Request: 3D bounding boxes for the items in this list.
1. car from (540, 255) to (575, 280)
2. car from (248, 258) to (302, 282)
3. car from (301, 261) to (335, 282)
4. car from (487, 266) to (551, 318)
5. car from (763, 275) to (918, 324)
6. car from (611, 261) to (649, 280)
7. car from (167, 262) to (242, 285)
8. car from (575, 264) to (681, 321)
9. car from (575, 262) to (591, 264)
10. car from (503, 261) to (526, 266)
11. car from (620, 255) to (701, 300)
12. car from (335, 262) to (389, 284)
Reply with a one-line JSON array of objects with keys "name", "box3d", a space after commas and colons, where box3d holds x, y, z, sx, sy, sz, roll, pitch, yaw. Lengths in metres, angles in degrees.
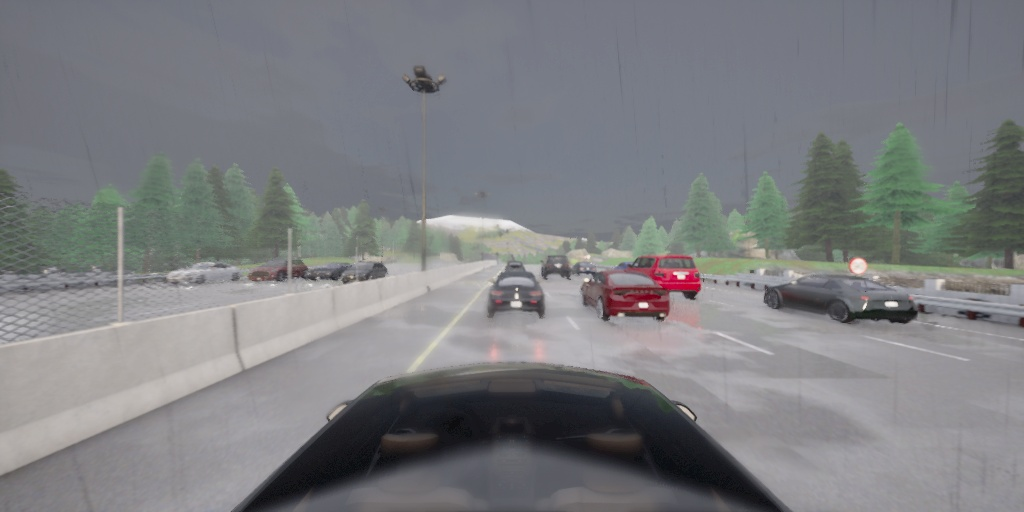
[{"name": "car", "box3d": [3.751, 0.950, 31.289, 2.150, 2.045, 5.566, 0, 0, 0]}, {"name": "car", "box3d": [-17.399, 0.989, 26.986, 2.097, 1.767, 4.553, 0, 0, 1]}, {"name": "car", "box3d": [-13.875, 1.201, 28.328, 2.033, 1.411, 5.357, 0, 0, 1]}, {"name": "car", "box3d": [0.150, 1.237, 12.676, 1.812, 1.442, 4.674, 0, 0, 0]}, {"name": "car", "box3d": [10.646, 1.319, 12.056, 1.994, 1.385, 4.181, 0, 0, 0]}, {"name": "car", "box3d": [10.758, 1.236, 33.013, 1.882, 1.535, 5.008, 0, 0, 0]}, {"name": "car", "box3d": [-20.934, 1.148, 24.706, 1.812, 1.442, 4.674, 0, 0, 1]}, {"name": "car", "box3d": [3.649, 1.204, 12.383, 1.882, 1.535, 5.008, 0, 0, 0]}, {"name": "car", "box3d": [7.279, 1.293, 36.807, 2.033, 1.411, 5.357, 0, 0, 0]}, {"name": "car", "box3d": [0.262, 1.220, 33.636, 1.837, 1.490, 4.892, 0, 0, 0]}, {"name": "car", "box3d": [7.182, 0.963, 17.869, 2.150, 2.045, 5.566, 0, 0, 0]}, {"name": "car", "box3d": [-10.417, 1.173, 25.799, 1.837, 1.490, 4.892, 0, 0, 1]}]
